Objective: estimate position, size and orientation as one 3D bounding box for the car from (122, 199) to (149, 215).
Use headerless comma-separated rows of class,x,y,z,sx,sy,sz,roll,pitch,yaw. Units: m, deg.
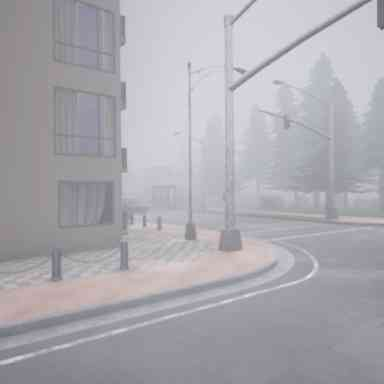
car,-6.061,1.381,31.812,2.033,1.411,5.357,-1,0,-35
